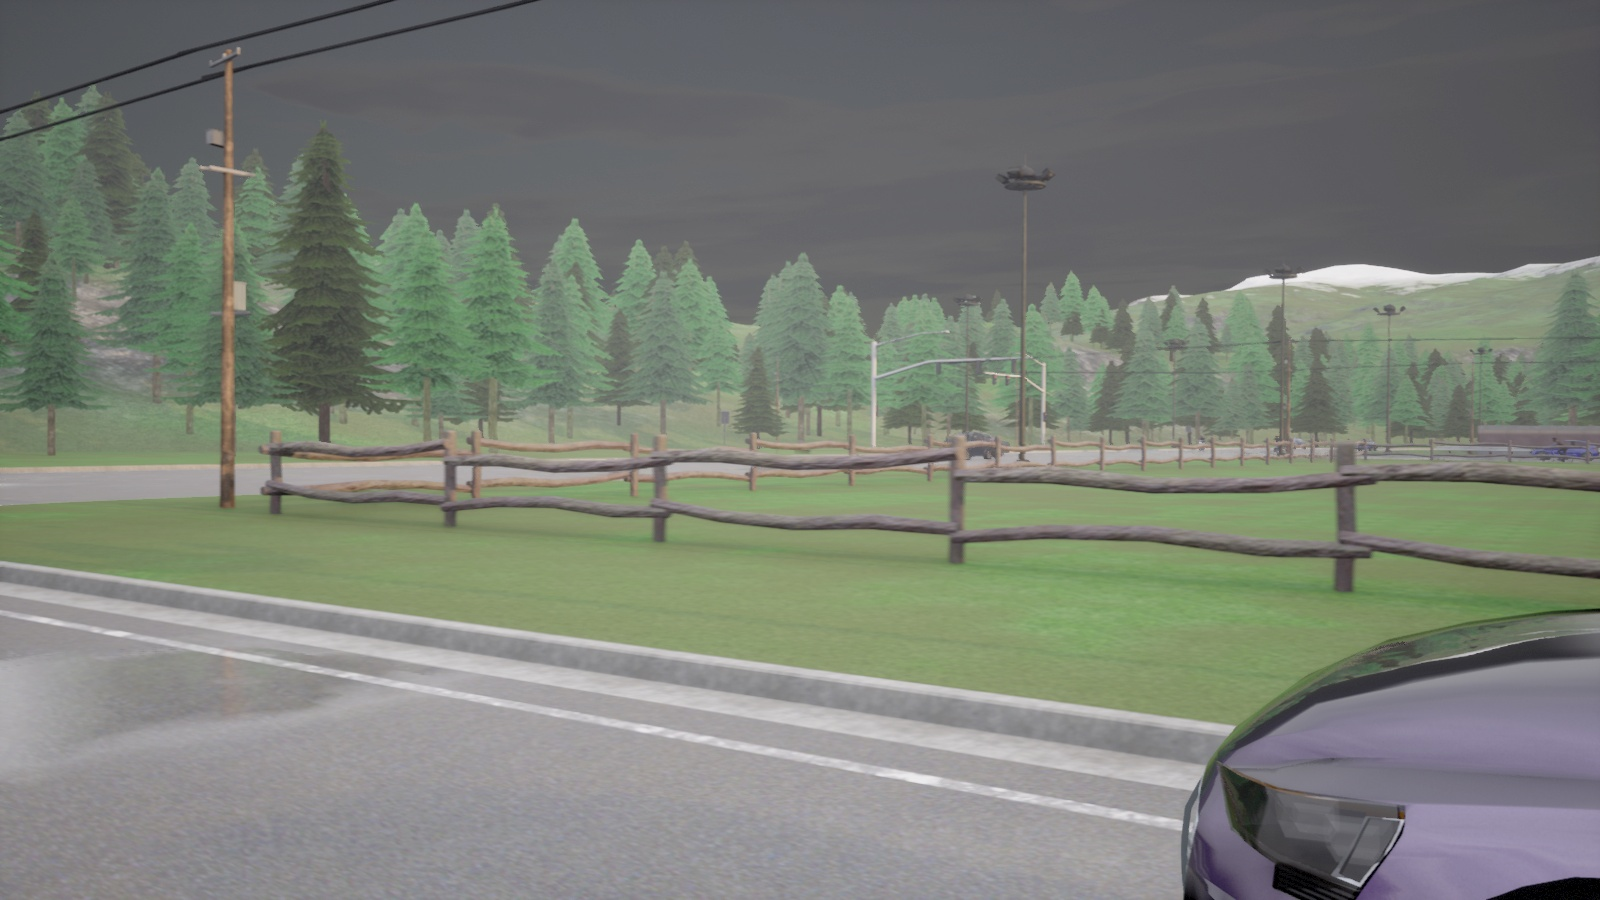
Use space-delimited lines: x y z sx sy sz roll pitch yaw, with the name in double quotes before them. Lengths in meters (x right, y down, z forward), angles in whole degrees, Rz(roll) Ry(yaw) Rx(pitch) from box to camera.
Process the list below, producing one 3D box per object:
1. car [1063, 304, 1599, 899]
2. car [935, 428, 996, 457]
"car" 3.031 0.613 1.609 4.856 1.649 2.033 0 1 34
"car" 9.547 -0.458 72.398 1.851 1.617 3.988 0 1 35
